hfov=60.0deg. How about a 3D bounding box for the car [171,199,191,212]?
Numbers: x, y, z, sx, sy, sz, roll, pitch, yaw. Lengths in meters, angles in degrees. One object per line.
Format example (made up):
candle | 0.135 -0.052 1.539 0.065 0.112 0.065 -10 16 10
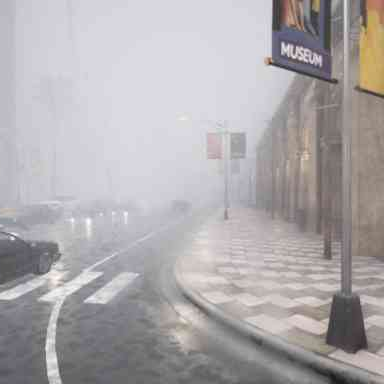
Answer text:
car | -1.259 1.584 39.035 1.837 1.490 4.892 0 0 7

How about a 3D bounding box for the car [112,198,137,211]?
car | -8.163 1.515 40.848 1.812 1.442 4.674 0 0 7

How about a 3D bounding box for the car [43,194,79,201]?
car | -12.803 1.212 32.208 2.150 2.045 5.566 0 0 7

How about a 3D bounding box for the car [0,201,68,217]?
car | -10.551 1.541 21.678 2.033 1.411 5.357 0 0 7

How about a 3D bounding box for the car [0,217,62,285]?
car | -5.055 1.544 7.469 2.033 1.411 5.357 0 0 7

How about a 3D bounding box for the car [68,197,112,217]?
car | -9.418 1.517 31.038 1.812 1.442 4.674 0 0 7
